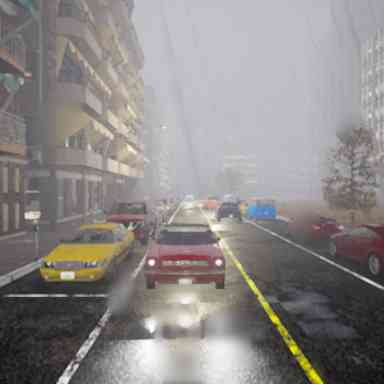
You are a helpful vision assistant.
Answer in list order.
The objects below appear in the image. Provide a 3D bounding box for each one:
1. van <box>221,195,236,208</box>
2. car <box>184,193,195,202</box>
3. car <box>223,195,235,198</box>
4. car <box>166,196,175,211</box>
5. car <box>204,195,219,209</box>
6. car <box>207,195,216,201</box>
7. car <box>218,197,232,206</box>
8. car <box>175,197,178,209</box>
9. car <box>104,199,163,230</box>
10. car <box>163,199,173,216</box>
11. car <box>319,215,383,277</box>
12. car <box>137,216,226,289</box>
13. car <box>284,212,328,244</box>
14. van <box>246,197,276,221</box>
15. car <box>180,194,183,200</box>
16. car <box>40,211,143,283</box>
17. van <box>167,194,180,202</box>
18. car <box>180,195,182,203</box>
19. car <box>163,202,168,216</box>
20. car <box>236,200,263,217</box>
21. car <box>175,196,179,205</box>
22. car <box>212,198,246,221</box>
[{"bbox_3d":[5.338,1.331,48.654,1.690,1.788,3.998,0,0,0],"label":"van"},{"bbox_3d":[-0.537,1.229,75.808,2.150,2.045,5.566,0,0,0],"label":"car"},{"bbox_3d":[5.379,1.428,43.126,1.967,1.590,4.097,0,0,0],"label":"car"},{"bbox_3d":[-2.922,1.427,32.013,1.967,1.590,4.097,0,0,0],"label":"car"},{"bbox_3d":[2.761,1.341,44.168,2.097,1.767,4.553,0,0,0],"label":"car"},{"bbox_3d":[5.064,1.563,87.339,1.887,1.381,4.507,0,0,0],"label":"car"},{"bbox_3d":[5.299,1.518,54.349,1.752,1.417,4.829,0,0,0],"label":"car"},{"bbox_3d":[-2.961,1.553,37.540,1.947,1.339,4.313,0,0,0],"label":"car"},{"bbox_3d":[-2.805,1.306,15.434,2.192,1.841,5.009,0,0,0],"label":"car"},{"bbox_3d":[-2.882,1.538,26.488,2.008,1.369,4.403,0,0,0],"label":"car"},{"bbox_3d":[5.616,1.575,9.968,1.802,1.307,4.206,0,0,0],"label":"car"},{"bbox_3d":[-0.157,1.595,9.284,1.895,1.301,4.718,0,0,0],"label":"car"},{"bbox_3d":[5.576,1.573,15.493,1.802,1.307,4.206,0,0,0],"label":"car"},{"bbox_3d":[5.496,1.328,26.547,1.690,1.788,3.998,0,0,0],"label":"van"},{"bbox_3d":[-3.119,1.578,59.645,1.802,1.307,4.206,0,0,0],"label":"car"},{"bbox_3d":[-2.763,1.519,9.738,1.752,1.417,4.829,0,0,0],"label":"car"},{"bbox_3d":[-3.042,1.332,48.594,1.690,1.788,3.998,0,0,0],"label":"van"},{"bbox_3d":[-3.079,1.575,54.119,1.802,1.307,4.206,0,0,0],"label":"car"},{"bbox_3d":[-2.842,1.539,20.961,2.008,1.369,4.403,0,0,0],"label":"car"},{"bbox_3d":[5.457,1.512,32.242,1.752,1.417,4.829,0,0,0],"label":"car"},{"bbox_3d":[-3.001,1.533,43.067,1.887,1.381,4.507,0,0,0],"label":"car"},{"bbox_3d":[2.872,1.493,26.866,1.837,1.490,4.892,0,0,0],"label":"car"}]
